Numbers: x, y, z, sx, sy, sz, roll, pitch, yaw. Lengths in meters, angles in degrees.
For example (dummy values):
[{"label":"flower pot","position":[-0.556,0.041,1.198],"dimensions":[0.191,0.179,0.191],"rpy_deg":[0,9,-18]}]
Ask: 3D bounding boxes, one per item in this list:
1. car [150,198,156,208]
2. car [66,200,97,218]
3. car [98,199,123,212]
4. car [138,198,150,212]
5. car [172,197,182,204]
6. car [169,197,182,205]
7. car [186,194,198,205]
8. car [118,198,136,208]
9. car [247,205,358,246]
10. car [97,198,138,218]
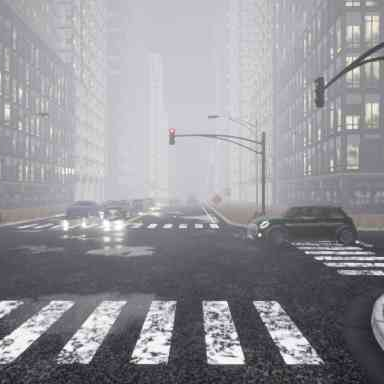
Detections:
[{"label":"car","position":[-6.604,1.597,50.882],"dimensions":[1.812,1.442,4.674],"rpy_deg":[0,0,0]},{"label":"car","position":[-9.862,1.503,30.408],"dimensions":[1.882,1.535,5.008],"rpy_deg":[0,0,0]},{"label":"car","position":[-9.865,1.609,40.493],"dimensions":[1.994,1.385,4.181],"rpy_deg":[0,0,-1]},{"label":"car","position":[-6.611,1.522,40.388],"dimensions":[1.882,1.535,5.008],"rpy_deg":[0,0,0]},{"label":"car","position":[-3.201,1.703,70.366],"dimensions":[1.994,1.385,4.181],"rpy_deg":[0,0,0]},{"label":"car","position":[-3.168,1.592,60.038],"dimensions":[2.128,1.511,4.902],"rpy_deg":[0,0,0]},{"label":"car","position":[-0.016,1.606,60.194],"dimensions":[1.837,1.490,4.892],"rpy_deg":[0,0,0]},{"label":"car","position":[-9.860,1.634,50.554],"dimensions":[1.994,1.385,4.181],"rpy_deg":[0,0,-1]},{"label":"car","position":[4.811,1.361,14.843],"dimensions":[4.553,1.767,2.097],"rpy_deg":[0,0,-6]},{"label":"car","position":[-6.608,1.517,30.160],"dimensions":[2.128,1.511,4.902],"rpy_deg":[0,0,0]}]
